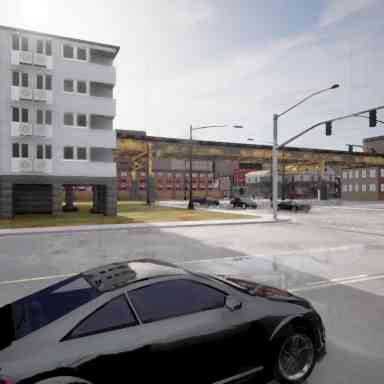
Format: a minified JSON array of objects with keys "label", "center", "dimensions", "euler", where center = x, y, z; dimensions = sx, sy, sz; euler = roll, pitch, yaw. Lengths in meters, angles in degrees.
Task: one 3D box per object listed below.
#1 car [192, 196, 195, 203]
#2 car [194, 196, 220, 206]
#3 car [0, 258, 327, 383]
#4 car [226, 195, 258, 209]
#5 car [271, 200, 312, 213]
[{"label":"car","center":[0.742,1.547,65.788],"dimensions":[2.033,1.411,5.357],"euler":[0,0,3]},{"label":"car","center":[2.705,1.547,55.301],"dimensions":[2.033,1.411,5.357],"euler":[0,0,-21]},{"label":"car","center":[-0.346,1.564,4.078],"dimensions":[4.181,1.385,1.994],"euler":[0,0,-30]},{"label":"car","center":[7.052,1.505,45.763],"dimensions":[1.837,1.490,4.892],"euler":[0,0,-25]},{"label":"car","center":[11.070,1.601,37.291],"dimensions":[1.895,1.301,4.718],"euler":[0,0,-26]}]
